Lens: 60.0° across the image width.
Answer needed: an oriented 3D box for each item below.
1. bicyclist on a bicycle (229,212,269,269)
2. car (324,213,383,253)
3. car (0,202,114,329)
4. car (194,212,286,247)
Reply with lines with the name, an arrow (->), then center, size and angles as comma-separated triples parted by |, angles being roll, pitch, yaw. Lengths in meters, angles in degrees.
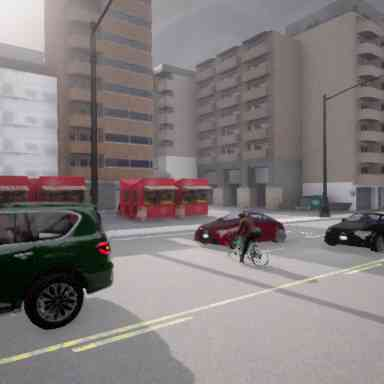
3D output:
bicyclist on a bicycle -> 1.665, 1.446, 10.077 | 0.582, 1.620, 1.656 | 0, -2, -37
car -> 7.370, 1.570, 13.878 | 4.181, 1.385, 1.994 | 0, 0, -37
car -> -4.055, 1.215, 5.355 | 5.566, 2.045, 2.150 | 0, 0, -37
car -> 2.142, 1.559, 14.347 | 4.181, 1.385, 1.994 | 0, 0, -37
